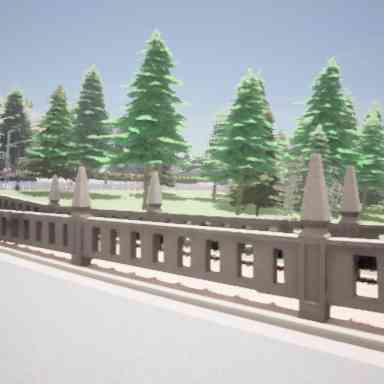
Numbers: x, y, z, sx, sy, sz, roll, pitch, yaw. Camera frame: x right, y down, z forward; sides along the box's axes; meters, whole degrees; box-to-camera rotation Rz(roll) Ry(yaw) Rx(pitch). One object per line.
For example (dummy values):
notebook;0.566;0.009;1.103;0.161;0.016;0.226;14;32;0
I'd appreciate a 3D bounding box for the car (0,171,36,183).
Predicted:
car;-25.954;-2.099;49.245;2.033;1.411;5.357;7;4;37
